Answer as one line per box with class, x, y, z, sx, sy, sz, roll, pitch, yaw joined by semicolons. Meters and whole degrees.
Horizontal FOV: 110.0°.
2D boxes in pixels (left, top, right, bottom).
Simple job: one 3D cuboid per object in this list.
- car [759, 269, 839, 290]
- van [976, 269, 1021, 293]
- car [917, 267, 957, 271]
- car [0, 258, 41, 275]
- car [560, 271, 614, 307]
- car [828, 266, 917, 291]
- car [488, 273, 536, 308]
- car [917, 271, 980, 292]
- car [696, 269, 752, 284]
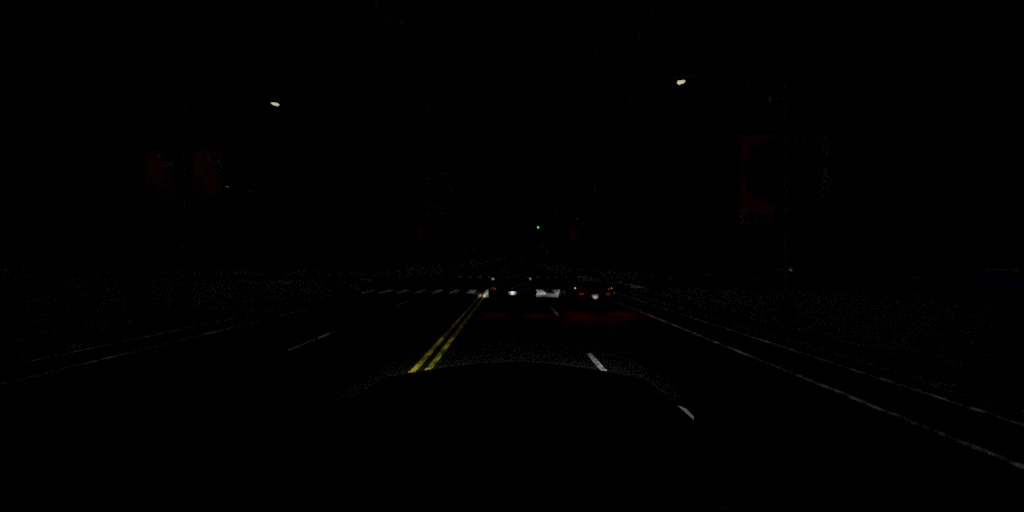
car;20.730;1.814;26.341;4.507;1.381;1.888;0;0;0
van;35.991;1.817;26.284;3.998;1.789;1.690;0;0;0
car;40.305;1.957;34.817;5.009;1.841;2.192;0;0;0
car;-45.667;0.927;32.247;5.008;1.535;1.882;1;-1;0
car;3.283;1.411;16.242;1.812;1.442;4.674;0;0;1
car;25.817;1.653;26.322;5.009;1.841;2.192;0;0;0
car;-0.022;1.449;16.169;1.994;1.385;4.181;0;-1;-1
car;30.904;1.989;26.303;4.207;1.307;1.802;0;0;0
car;20.592;1.903;34.869;4.829;1.417;1.751;0;0;0
